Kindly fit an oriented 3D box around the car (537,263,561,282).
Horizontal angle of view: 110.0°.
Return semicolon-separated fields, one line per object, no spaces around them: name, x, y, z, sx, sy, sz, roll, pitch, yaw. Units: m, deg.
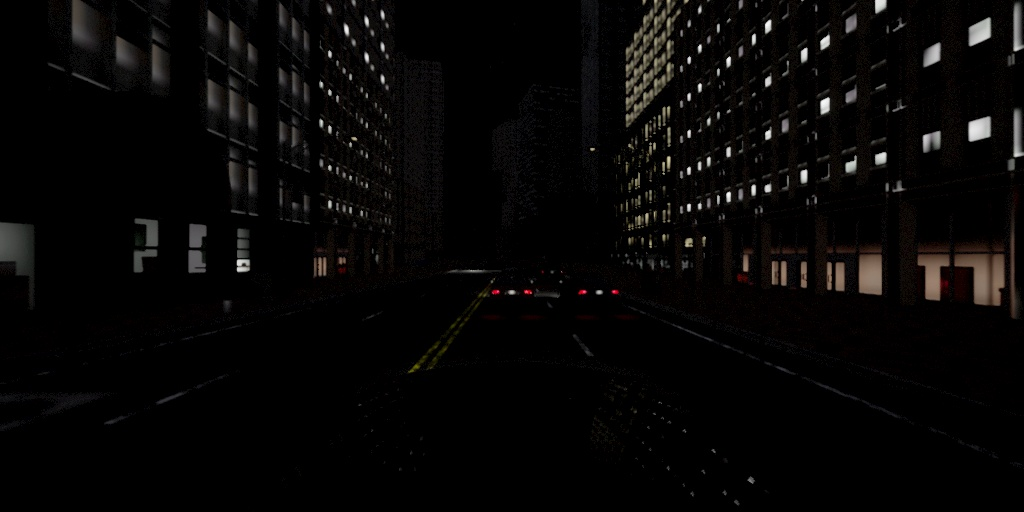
car;3.239;1.360;30.916;2.097;1.767;4.553;0;-1;0

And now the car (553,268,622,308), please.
car;3.245;1.425;15.834;2.033;1.411;5.357;0;0;0

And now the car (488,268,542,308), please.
car;-0.005;1.425;15.834;2.033;1.411;5.357;0;0;0

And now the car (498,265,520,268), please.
car;-0.008;1.539;31.220;1.812;1.442;4.674;0;0;0
